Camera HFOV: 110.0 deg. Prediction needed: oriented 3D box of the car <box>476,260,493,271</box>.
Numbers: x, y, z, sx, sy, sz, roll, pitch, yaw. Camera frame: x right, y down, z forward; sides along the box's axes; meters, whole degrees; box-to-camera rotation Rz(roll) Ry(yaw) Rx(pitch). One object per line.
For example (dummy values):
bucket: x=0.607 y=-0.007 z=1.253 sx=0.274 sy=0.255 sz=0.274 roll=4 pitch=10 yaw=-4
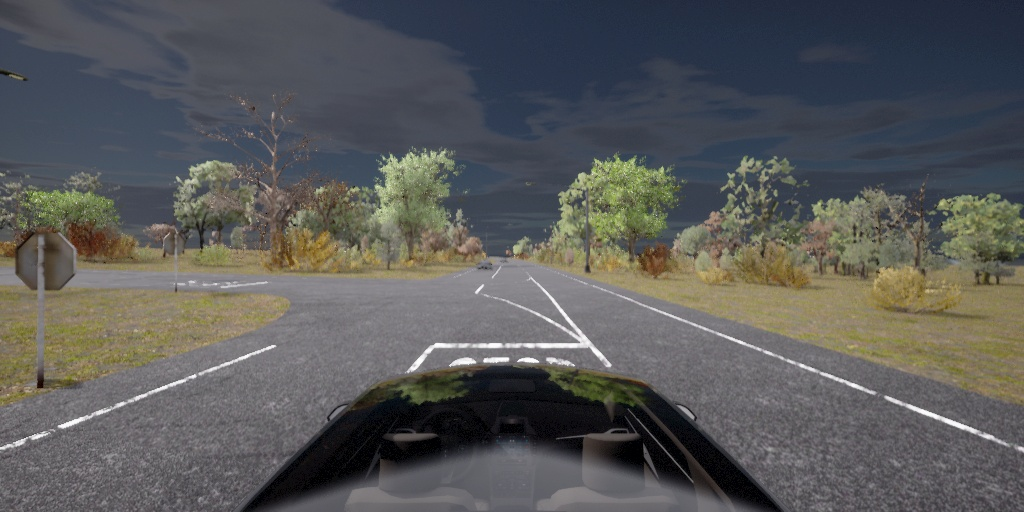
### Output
car: x=-3.591 y=1.269 z=47.719 sx=1.994 sy=1.385 sz=4.181 roll=0 pitch=0 yaw=0
